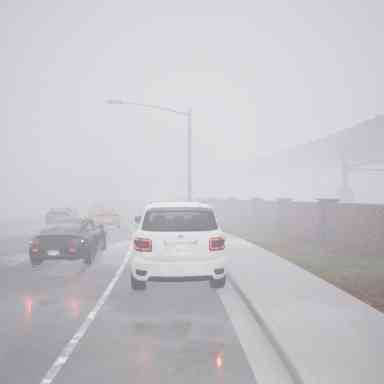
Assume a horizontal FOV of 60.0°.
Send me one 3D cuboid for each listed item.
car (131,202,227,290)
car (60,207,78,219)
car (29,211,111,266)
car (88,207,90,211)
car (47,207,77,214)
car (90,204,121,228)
[{"bbox_3d":[-0.451,1.278,9.412,2.150,2.045,5.566,0,-1,-5],"label":"car"},{"bbox_3d":[-14.870,2.479,40.193,1.895,1.301,4.718,0,-2,-22],"label":"car"},{"bbox_3d":[-4.215,1.617,11.837,1.812,1.442,4.674,0,-1,-6],"label":"car"},{"bbox_3d":[-11.986,2.266,42.269,2.097,1.767,4.553,0,-2,-23],"label":"car"},{"bbox_3d":[-10.284,1.945,26.227,2.128,1.511,4.902,0,-2,-14],"label":"car"},{"bbox_3d":[-6.571,1.905,25.791,1.882,1.535,5.008,0,-2,-13],"label":"car"}]
